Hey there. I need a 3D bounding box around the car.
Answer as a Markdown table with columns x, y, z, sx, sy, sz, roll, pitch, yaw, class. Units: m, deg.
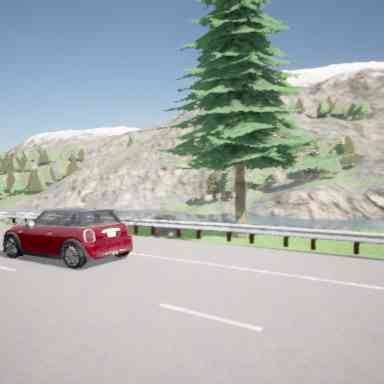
| x | y | z | sx | sy | sz | roll | pitch | yaw | class |
| --- | --- | --- | --- | --- | --- | --- | --- | --- | --- |
| -4.204 | 1.289 | 11.060 | 4.553 | 1.767 | 2.097 | 0 | 1 | 32 | car |
